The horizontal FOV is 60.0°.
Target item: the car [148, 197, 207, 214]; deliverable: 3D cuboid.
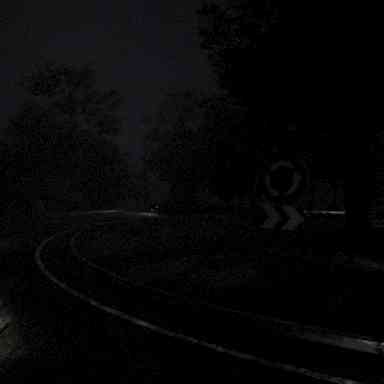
[{"bbox_3d":[-1.201,1.181,30.077,5.357,1.411,2.033,1,1,-33],"label":"car"}]
